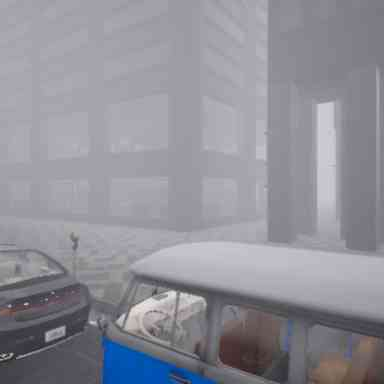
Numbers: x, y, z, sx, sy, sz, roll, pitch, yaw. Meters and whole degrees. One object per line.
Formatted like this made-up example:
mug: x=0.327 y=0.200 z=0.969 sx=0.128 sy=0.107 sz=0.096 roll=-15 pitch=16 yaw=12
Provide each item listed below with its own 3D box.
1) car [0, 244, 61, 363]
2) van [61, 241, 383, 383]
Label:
car: x=-3.496 y=1.548 z=5.454 sx=4.403 sy=1.369 sz=2.008 roll=0 pitch=0 yaw=35
van: x=1.093 y=1.341 z=2.181 sx=3.998 sy=1.788 sz=1.690 roll=0 pitch=0 yaw=35
